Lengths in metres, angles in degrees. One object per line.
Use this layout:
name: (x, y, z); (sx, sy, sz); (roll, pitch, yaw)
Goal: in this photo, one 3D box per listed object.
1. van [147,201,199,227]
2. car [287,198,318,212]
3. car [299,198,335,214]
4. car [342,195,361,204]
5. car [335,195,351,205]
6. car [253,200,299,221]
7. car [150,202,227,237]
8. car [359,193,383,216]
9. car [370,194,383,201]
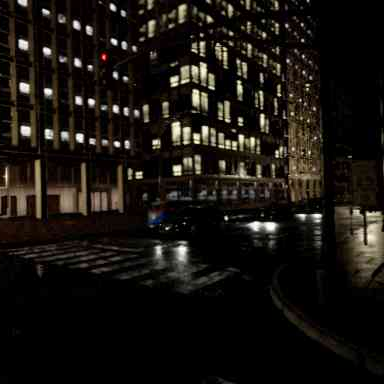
van: (-1.037, 1.449, 20.945); (1.690, 1.788, 3.998); (-2, -1, 39)
car: (12.736, 1.448, 38.146); (1.752, 1.417, 4.829); (-2, -1, 39)
car: (12.760, 1.394, 34.005); (1.812, 1.442, 4.674); (-2, -1, 39)
car: (26.608, 1.266, 55.481); (1.752, 1.417, 4.829); (-2, -1, 39)
car: (23.243, 1.224, 51.281); (1.967, 1.590, 4.097); (-2, -1, 39)
car: (6.448, 1.517, 26.133); (1.994, 1.385, 4.181); (-2, -1, 39)
car: (0.174, 1.544, 18.345); (1.837, 1.490, 4.892); (-2, -1, 36)
car: (15.907, 1.022, 28.713); (2.192, 1.841, 5.009); (-2, -1, 39)
car: (40.588, 1.114, 72.948); (2.008, 1.369, 4.403); (-2, -1, 39)
